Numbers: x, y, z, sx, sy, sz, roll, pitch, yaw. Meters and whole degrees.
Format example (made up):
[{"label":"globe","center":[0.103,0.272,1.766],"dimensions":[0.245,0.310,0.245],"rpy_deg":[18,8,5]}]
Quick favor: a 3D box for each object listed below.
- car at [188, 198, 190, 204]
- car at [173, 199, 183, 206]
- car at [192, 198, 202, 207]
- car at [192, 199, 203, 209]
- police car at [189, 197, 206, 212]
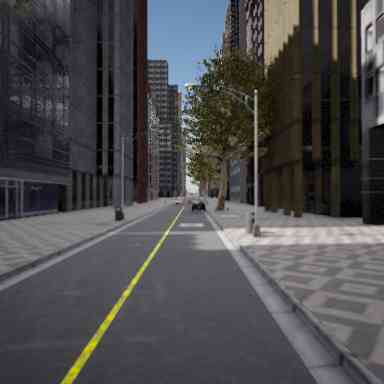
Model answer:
[{"label":"car","center":[0.002,2.188,82.454],"dimensions":[1.994,1.385,4.181],"rpy_deg":[0,-1,0]},{"label":"car","center":[-2.999,2.146,71.786],"dimensions":[1.882,1.535,5.008],"rpy_deg":[0,-1,0]},{"label":"car","center":[0.901,2.045,63.092],"dimensions":[1.801,1.575,5.366],"rpy_deg":[0,-1,0]},{"label":"car","center":[0.901,2.010,56.902],"dimensions":[1.882,1.535,5.008],"rpy_deg":[0,-1,0]},{"label":"police car","center":[0.901,1.866,47.013],"dimensions":[1.930,1.638,5.238],"rpy_deg":[0,-1,0]}]
